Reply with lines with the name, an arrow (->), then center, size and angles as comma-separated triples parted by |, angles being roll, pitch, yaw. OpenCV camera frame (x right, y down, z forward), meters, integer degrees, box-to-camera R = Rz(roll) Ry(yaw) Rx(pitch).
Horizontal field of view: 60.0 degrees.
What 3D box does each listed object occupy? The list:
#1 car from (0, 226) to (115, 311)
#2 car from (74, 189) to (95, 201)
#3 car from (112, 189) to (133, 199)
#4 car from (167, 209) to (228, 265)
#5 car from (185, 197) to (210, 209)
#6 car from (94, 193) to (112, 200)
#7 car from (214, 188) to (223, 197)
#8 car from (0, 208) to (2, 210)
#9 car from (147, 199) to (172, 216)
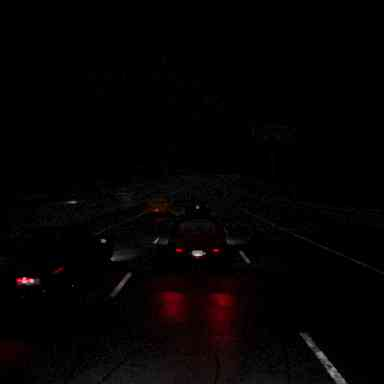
car -> -3.356, 1.544, 8.032 | 2.033, 1.411, 5.357 | 0, 0, 0
car -> -19.409, 0.538, 60.618 | 2.150, 2.045, 5.566 | 0, 1, 3
car -> -12.386, 0.527, 61.047 | 2.150, 2.045, 5.566 | 0, 1, 4
car -> 0.181, 1.522, 11.496 | 1.812, 1.442, 4.674 | 0, 0, 1
car -> 0.508, 1.253, 29.114 | 2.097, 1.767, 4.553 | 0, 1, 1
car -> -15.876, 0.858, 61.327 | 1.994, 1.385, 4.181 | 0, 1, 4
car -> 6.128, 0.371, 77.087 | 2.128, 1.511, 4.902 | 0, 2, 4
car -> -13.882, 1.439, 20.666 | 1.882, 1.535, 5.008 | 0, 0, 1
car -> -2.948, 1.358, 30.860 | 1.882, 1.535, 5.008 | 0, 1, 2
